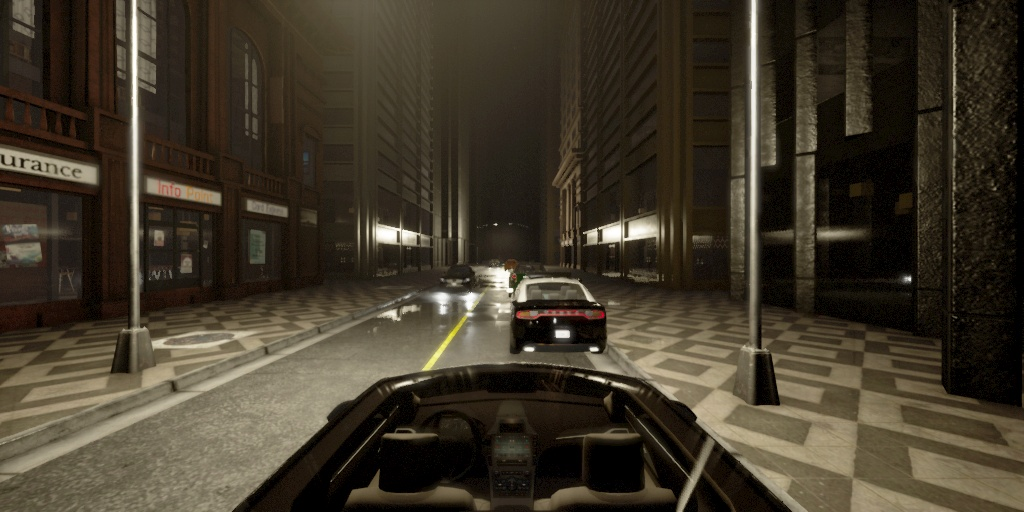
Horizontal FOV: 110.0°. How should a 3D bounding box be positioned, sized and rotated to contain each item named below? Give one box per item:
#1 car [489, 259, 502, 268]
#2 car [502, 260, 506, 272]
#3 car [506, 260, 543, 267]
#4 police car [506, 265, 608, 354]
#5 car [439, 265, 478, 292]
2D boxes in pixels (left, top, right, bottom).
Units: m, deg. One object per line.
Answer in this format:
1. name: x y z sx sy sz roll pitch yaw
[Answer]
1. car: -3.160 1.346 64.403 1.837 1.490 4.892 0 0 0
2. car: -0.035 1.277 48.219 1.882 1.535 5.008 0 0 0
3. car: 0.872 1.109 18.752 2.097 1.767 4.553 0 0 0
4. police car: 0.889 1.177 8.891 1.930 1.638 5.238 0 0 0
5. car: -3.134 1.286 21.765 1.812 1.442 4.674 0 0 0
